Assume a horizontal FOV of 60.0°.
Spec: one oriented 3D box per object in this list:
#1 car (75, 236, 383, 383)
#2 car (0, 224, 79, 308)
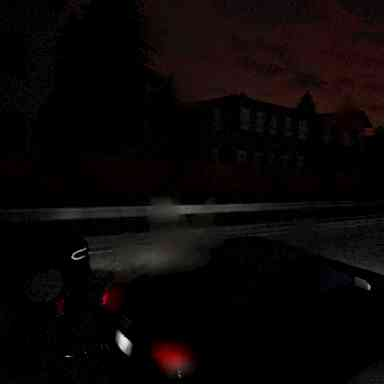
[{"bbox_3d":[1.016,1.300,4.108,4.181,1.385,1.994,0,5,-36],"label":"car"},{"bbox_3d":[-4.025,0.894,4.742,5.008,1.535,1.882,0,5,-36],"label":"car"}]
